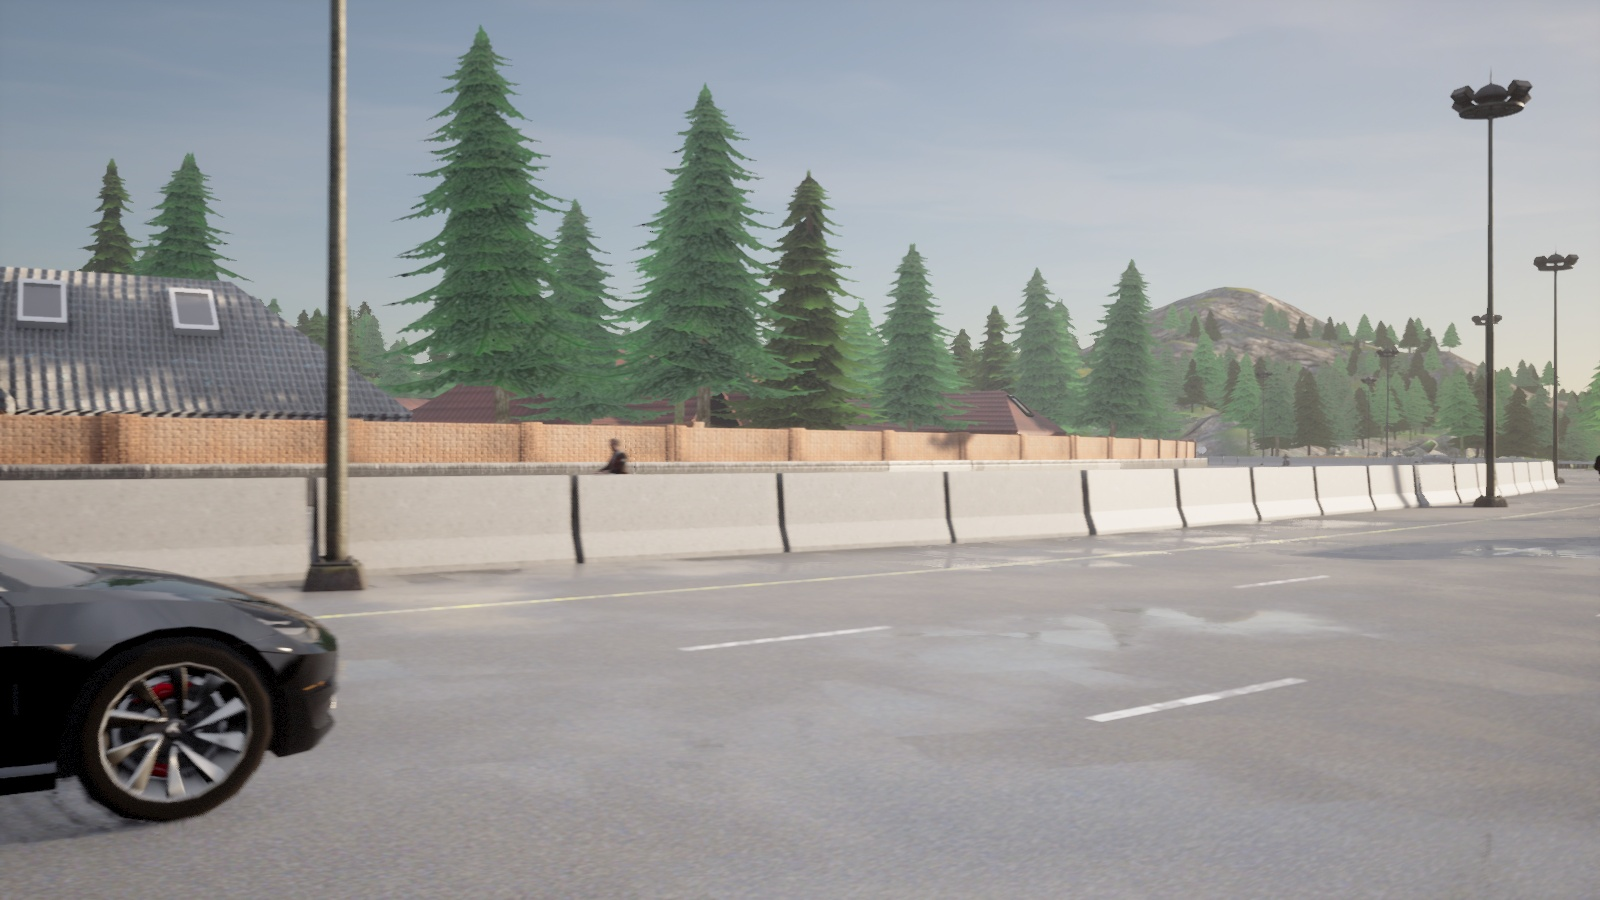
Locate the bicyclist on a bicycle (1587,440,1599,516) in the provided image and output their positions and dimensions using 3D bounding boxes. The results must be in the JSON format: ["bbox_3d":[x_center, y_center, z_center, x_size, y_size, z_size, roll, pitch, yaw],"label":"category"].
[{"bbox_3d":[19.459,0.649,30.084,0.659,1.776,1.843,-1,-1,43],"label":"bicyclist on a bicycle"}]

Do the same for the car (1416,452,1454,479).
[{"bbox_3d":[35.801,0.851,70.785,1.837,1.490,4.892,0,0,28],"label":"car"}]

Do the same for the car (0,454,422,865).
[{"bbox_3d":[-4.221,0.766,4.955,4.792,1.488,2.163,0,0,-35],"label":"car"}]
